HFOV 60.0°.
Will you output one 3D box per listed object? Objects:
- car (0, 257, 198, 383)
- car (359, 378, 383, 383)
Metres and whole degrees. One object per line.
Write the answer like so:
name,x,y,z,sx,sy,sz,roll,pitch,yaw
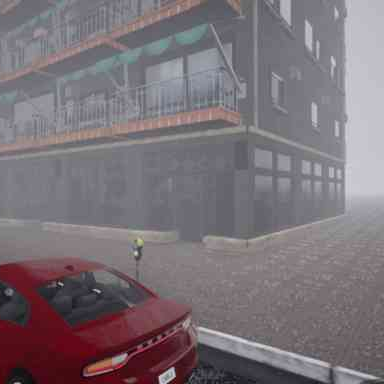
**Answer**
car,-2.042,1.544,4.326,4.507,1.381,1.887,0,0,35
car,2.551,1.566,1.059,4.313,1.339,1.947,0,0,35
